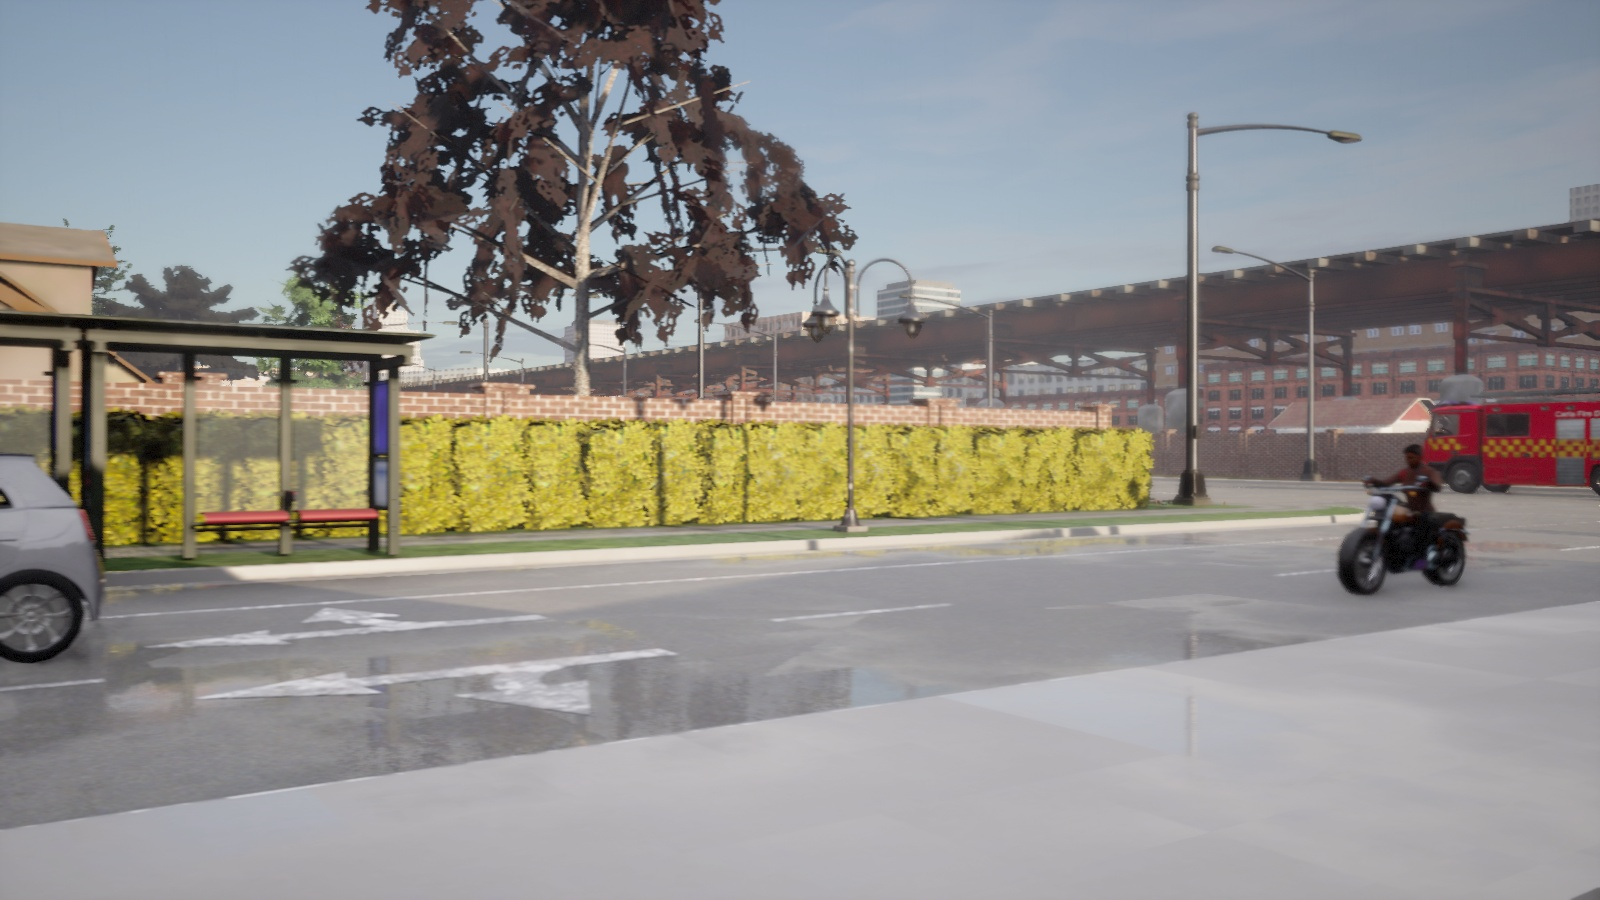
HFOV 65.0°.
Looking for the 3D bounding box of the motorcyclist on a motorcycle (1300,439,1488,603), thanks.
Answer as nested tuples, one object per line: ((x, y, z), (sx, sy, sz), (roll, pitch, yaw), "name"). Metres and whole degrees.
((6.481, 0.716, 13.645), (2.350, 1.649, 0.766), (0, 0, -35), "motorcyclist on a motorcycle")

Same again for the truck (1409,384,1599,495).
((27.284, -0.359, 46.190), (2.891, 3.827, 8.468), (0, 0, -35), "truck")

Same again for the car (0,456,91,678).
((-7.000, 0.794, 8.538), (3.633, 1.501, 1.845), (0, 0, -35), "car")
